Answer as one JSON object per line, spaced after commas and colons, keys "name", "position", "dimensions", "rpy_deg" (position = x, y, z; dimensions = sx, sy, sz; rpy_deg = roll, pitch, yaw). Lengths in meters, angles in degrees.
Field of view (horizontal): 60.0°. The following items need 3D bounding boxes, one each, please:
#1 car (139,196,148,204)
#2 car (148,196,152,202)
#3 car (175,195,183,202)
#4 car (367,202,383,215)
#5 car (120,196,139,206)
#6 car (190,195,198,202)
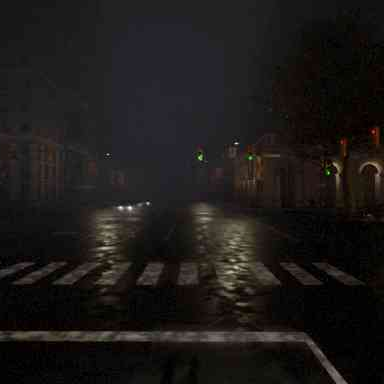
{"name": "car", "position": [-10.339, 1.478, 63.708], "dimensions": [1.882, 1.535, 5.008], "rpy_deg": [0, 0, 1]}
{"name": "car", "position": [-10.150, 1.595, 73.989], "dimensions": [1.895, 1.301, 4.718], "rpy_deg": [0, 0, 1]}
{"name": "car", "position": [-3.088, 1.449, 78.591], "dimensions": [2.128, 1.511, 4.902], "rpy_deg": [0, 0, 1]}
{"name": "car", "position": [19.572, 1.564, 32.701], "dimensions": [4.181, 1.385, 1.994], "rpy_deg": [0, 0, 0]}
{"name": "car", "position": [-10.430, 1.601, 54.624], "dimensions": [1.895, 1.301, 4.718], "rpy_deg": [0, 0, 0]}
{"name": "car", "position": [0.412, 1.450, 78.545], "dimensions": [2.128, 1.511, 4.902], "rpy_deg": [0, 0, 1]}
